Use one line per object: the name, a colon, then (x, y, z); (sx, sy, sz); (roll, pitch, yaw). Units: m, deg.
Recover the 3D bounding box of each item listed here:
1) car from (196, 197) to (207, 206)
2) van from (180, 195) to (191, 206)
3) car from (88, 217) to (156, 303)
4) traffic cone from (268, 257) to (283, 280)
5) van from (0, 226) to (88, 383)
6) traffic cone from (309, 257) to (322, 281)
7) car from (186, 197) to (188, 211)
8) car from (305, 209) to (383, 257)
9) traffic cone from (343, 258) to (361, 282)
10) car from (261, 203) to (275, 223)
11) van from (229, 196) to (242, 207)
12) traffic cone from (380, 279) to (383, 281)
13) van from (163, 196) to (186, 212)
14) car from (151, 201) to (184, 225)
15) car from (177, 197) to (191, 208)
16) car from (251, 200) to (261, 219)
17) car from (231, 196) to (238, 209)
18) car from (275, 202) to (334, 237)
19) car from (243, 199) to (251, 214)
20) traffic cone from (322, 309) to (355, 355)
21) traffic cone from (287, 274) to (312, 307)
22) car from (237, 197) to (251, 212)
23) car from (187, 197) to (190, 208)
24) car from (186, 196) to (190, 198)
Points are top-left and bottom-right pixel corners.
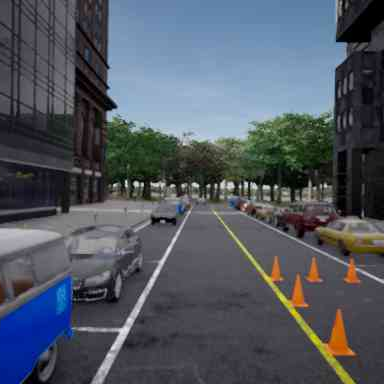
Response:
car: (1.715, 1.734, 60.830); (1.812, 1.442, 4.674); (1, 0, 1)
van: (-1.135, 1.493, 57.050); (1.690, 1.788, 3.998); (1, 0, 1)
car: (-2.270, 1.537, 8.125); (2.008, 1.369, 4.403); (1, 0, 1)
traffic cone: (2.229, 2.015, 8.848); (0.340, 0.580, 0.340); (1, 0, 1)
van: (-2.393, 1.310, 2.689); (1.690, 1.788, 3.998); (1, 0, 1)
traffic cone: (3.229, 2.031, 8.825); (0.340, 0.580, 0.340); (1, 0, 1)
car: (-1.645, 1.599, 35.135); (1.752, 1.417, 4.829); (1, 0, 1)
car: (6.382, 1.664, 13.532); (1.752, 1.417, 4.829); (1, 0, 1)
traffic cone: (4.228, 2.047, 8.802); (0.340, 0.580, 0.340); (1, 0, 1)
car: (6.629, 1.724, 24.235); (2.008, 1.369, 4.403); (1, 0, 1)
van: (7.387, 1.629, 56.852); (1.690, 1.788, 3.998); (1, 0, 1)
traffic cone: (5.228, 2.063, 8.779); (0.340, 0.580, 0.340); (1, 0, 1)
van: (-1.764, 1.397, 29.869); (1.690, 1.788, 3.998); (1, 0, 1)
car: (-1.893, 1.604, 24.433); (1.947, 1.339, 4.313); (1, 0, 1)
car: (-1.262, 1.572, 51.613); (1.967, 1.590, 4.097); (1, 0, 1)
car: (6.759, 1.718, 29.841); (1.752, 1.417, 4.829); (1, 0, 1)
car: (7.136, 1.563, 45.980); (2.192, 1.841, 5.009); (1, 0, 1)
car: (6.507, 1.471, 18.799); (2.192, 1.841, 5.009); (1, 0, 1)
car: (6.881, 1.755, 35.107); (1.887, 1.381, 4.507); (1, 0, 1)
traffic cone: (2.137, 2.003, 4.849); (0.340, 0.580, 0.340); (1, 0, 1)
traffic cone: (2.183, 2.009, 6.849); (0.340, 0.580, 0.340); (1, 0, 1)
car: (7.008, 1.669, 40.543); (1.967, 1.590, 4.097); (1, 0, 1)
car: (-1.515, 1.659, 40.741); (1.947, 1.339, 4.313); (1, 0, 1)
car: (-1.393, 1.637, 46.007); (1.752, 1.417, 4.829); (1, 0, 1)
